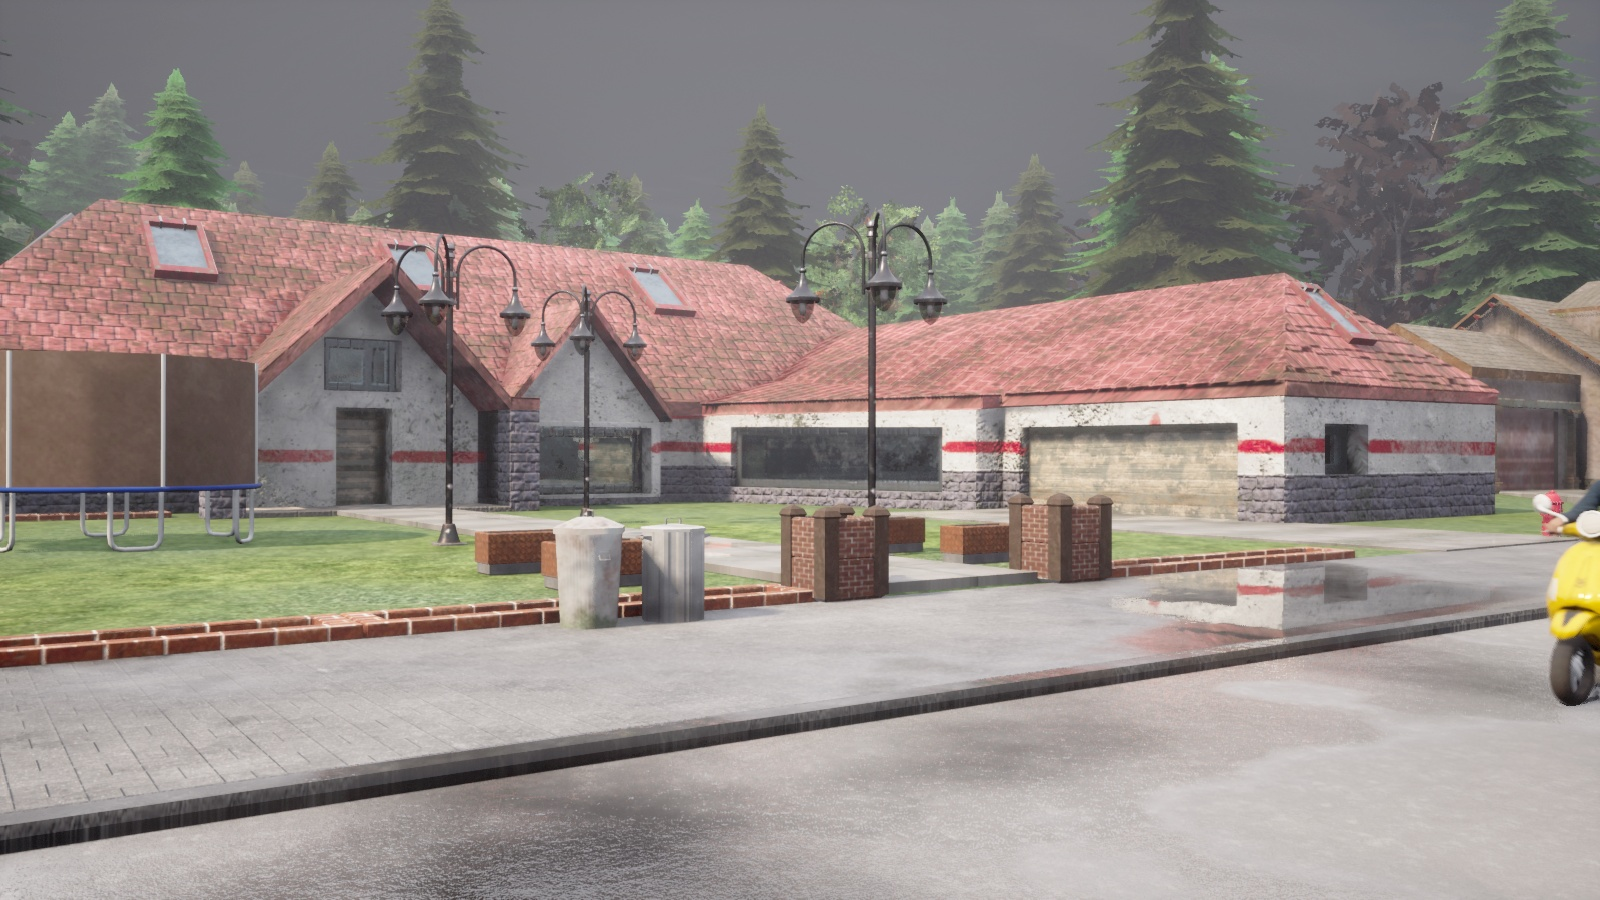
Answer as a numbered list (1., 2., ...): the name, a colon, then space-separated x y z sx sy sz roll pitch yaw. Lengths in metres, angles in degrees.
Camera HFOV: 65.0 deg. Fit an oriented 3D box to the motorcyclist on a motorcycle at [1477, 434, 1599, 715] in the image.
1. motorcyclist on a motorcycle: 5.138 0.707 7.845 1.817 1.590 0.866 0 0 -35
